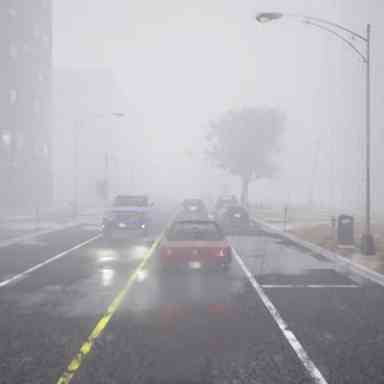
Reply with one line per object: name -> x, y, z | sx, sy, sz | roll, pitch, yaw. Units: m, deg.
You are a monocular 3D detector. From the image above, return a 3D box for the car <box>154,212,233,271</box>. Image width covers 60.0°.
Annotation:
car -> 0.091, 1.522, 10.523 | 1.895, 1.301, 4.718 | 0, 0, 0

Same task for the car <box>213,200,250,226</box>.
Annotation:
car -> 2.694, 1.407, 21.796 | 1.947, 1.339, 4.313 | 0, 0, 0

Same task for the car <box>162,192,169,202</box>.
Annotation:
car -> -5.685, 1.134, 59.706 | 2.008, 1.369, 4.403 | 0, 0, 0

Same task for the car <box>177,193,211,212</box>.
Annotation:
car -> 0.089, 1.169, 25.055 | 2.097, 1.767, 4.553 | 0, 0, 0

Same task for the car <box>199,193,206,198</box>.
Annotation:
car -> 2.696, 1.000, 87.368 | 1.802, 1.307, 4.206 | 0, 0, 0

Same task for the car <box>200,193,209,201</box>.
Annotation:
car -> 2.695, 1.040, 70.941 | 1.752, 1.417, 4.829 | 0, 0, 0

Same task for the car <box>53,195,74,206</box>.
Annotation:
car -> -16.423, 1.051, 40.300 | 4.403, 1.369, 2.008 | 1, 0, -1

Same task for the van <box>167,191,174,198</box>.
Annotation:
van -> -5.684, 0.759, 87.369 | 1.690, 1.788, 3.998 | 0, 0, 0

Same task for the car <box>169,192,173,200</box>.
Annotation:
car -> -5.685, 1.066, 70.772 | 2.008, 1.369, 4.403 | 0, 0, 0

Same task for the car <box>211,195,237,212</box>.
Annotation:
car -> 2.694, 1.117, 27.317 | 2.192, 1.841, 5.009 | 0, 0, 0

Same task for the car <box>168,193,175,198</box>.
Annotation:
car -> -5.684, 0.968, 92.902 | 1.802, 1.307, 4.206 | 0, 0, 0

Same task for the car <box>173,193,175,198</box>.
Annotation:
car -> -5.684, 0.890, 81.836 | 1.967, 1.590, 4.097 | 0, 0, 0

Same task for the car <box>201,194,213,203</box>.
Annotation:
car -> 2.695, 1.128, 59.706 | 1.887, 1.381, 4.507 | 0, 0, 0

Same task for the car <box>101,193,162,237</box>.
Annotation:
car -> -3.095, 1.093, 17.557 | 2.150, 2.045, 5.566 | 0, 0, 0
